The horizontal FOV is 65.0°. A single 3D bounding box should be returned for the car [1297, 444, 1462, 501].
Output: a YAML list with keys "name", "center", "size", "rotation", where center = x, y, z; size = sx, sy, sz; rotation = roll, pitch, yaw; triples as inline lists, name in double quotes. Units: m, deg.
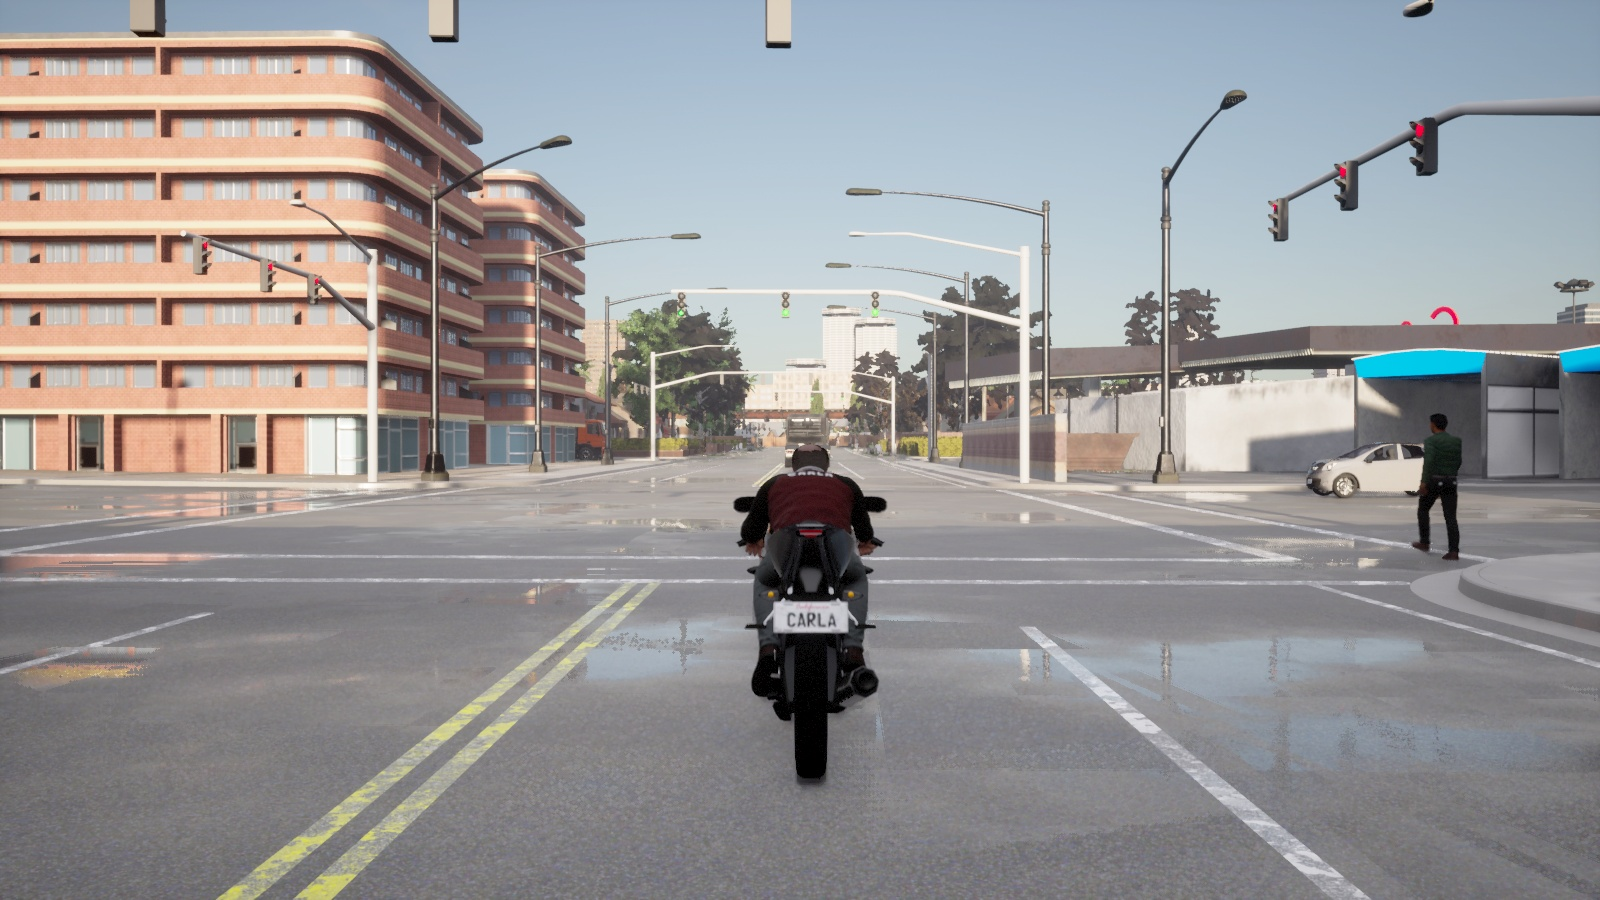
- name: "car"
  center: [15.650, 0.581, 34.043]
  size: [3.633, 1.501, 1.845]
  rotation: [0, 0, 1]

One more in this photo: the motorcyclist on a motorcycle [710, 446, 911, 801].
- name: "motorcyclist on a motorcycle"
  center: [0.053, 0.745, 6.511]
  size: [0.866, 1.530, 2.191]
  rotation: [0, 0, 0]

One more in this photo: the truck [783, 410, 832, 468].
- name: "truck"
  center: [0.466, -0.678, 78.471]
  size: [2.891, 3.462, 7.936]
  rotation: [0, 0, 0]

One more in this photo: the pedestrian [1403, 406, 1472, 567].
- name: "pedestrian"
  center: [7.916, 0.438, 15.618]
  size: [0.423, 1.949, 0.788]
  rotation: [0, 0, -2]
